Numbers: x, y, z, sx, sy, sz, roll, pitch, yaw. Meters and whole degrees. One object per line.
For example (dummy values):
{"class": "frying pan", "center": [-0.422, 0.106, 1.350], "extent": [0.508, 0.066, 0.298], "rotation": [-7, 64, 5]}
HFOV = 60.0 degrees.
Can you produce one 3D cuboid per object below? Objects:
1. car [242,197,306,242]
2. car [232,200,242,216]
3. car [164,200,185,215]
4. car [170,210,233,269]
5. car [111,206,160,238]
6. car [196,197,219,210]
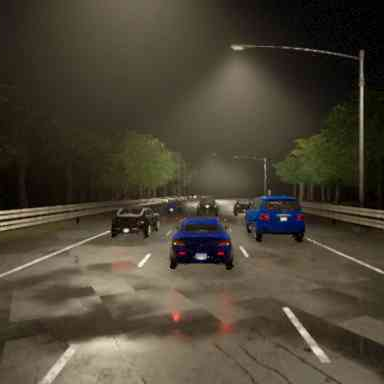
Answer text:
{"class": "car", "center": [4.025, 1.251, 16.828], "extent": [2.150, 2.045, 5.566], "rotation": [0, 0, 3]}
{"class": "car", "center": [5.134, 1.547, 33.561], "extent": [2.128, 1.511, 4.902], "rotation": [0, 0, 5]}
{"class": "car", "center": [-1.795, 1.575, 34.671], "extent": [1.812, 1.442, 4.674], "rotation": [0, 0, 5]}
{"class": "car", "center": [0.316, 1.542, 11.114], "extent": [1.812, 1.442, 4.674], "rotation": [0, 0, 2]}
{"class": "car", "center": [-2.927, 1.528, 17.777], "extent": [1.837, 1.490, 4.892], "rotation": [0, 0, 3]}
{"class": "car", "center": [1.606, 1.403, 33.314], "extent": [2.097, 1.767, 4.553], "rotation": [0, 0, 5]}
